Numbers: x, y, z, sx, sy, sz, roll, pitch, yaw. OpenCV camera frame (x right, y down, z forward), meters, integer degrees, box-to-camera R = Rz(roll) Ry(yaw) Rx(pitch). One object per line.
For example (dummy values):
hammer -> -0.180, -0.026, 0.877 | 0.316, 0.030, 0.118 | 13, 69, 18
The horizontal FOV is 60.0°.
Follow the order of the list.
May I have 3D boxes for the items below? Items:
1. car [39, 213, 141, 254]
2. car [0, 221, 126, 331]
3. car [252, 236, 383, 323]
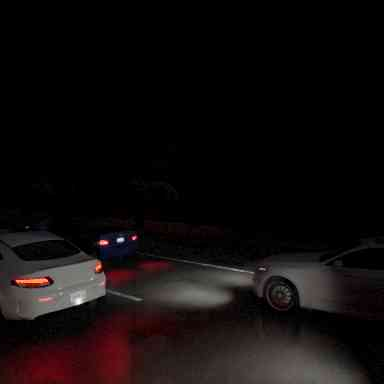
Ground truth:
car -> -4.149, 1.431, 11.310 | 5.357, 1.411, 2.033 | 1, 1, 36
car -> -3.677, 1.455, 6.651 | 4.674, 1.442, 1.812 | 1, 1, 36
car -> 3.375, 1.525, 5.885 | 4.674, 1.442, 1.812 | 0, 0, 36
